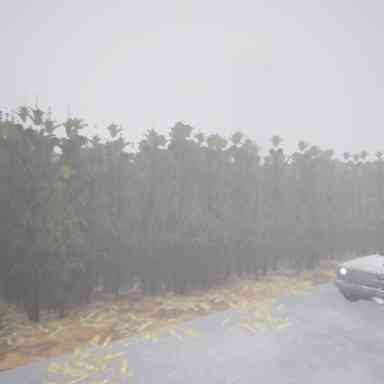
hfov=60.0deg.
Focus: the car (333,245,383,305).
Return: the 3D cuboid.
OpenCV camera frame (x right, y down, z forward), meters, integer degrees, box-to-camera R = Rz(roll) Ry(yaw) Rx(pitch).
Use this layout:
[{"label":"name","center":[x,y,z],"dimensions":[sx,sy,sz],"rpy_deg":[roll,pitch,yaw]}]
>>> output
[{"label":"car","center":[5.189,1.705,7.414],"dimensions":[4.718,1.301,1.895],"rpy_deg":[1,-1,-37]}]
